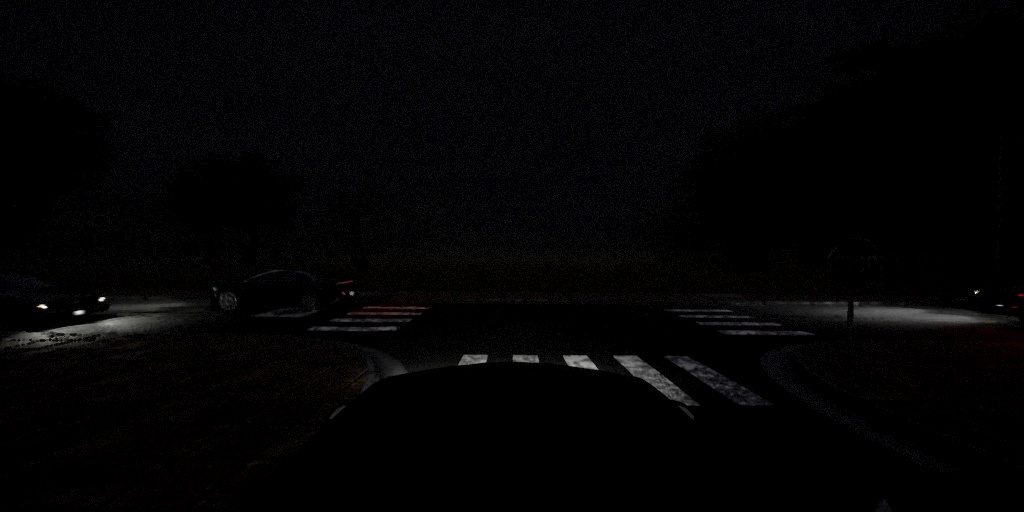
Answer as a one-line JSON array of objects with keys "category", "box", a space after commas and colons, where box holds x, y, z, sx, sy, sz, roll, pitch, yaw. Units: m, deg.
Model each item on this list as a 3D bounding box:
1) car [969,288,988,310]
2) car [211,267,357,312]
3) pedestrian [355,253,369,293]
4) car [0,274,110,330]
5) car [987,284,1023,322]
[{"category": "car", "box": [20.215, 1.519, 13.219, 4.718, 1.301, 1.895, 1, 1, 0]}, {"category": "car", "box": [-8.370, 1.161, 13.348, 4.902, 1.511, 2.128, 0, 1, 0]}, {"category": "pedestrian", "box": [-6.804, 0.756, 16.241, 0.375, 1.860, 0.375, 0, 1, 0]}, {"category": "car", "box": [-15.246, 1.250, 10.431, 5.357, 1.411, 2.033, 0, 1, 0]}, {"category": "car", "box": [17.578, 1.449, 10.279, 4.902, 1.511, 2.128, 1, 1, 0]}]
